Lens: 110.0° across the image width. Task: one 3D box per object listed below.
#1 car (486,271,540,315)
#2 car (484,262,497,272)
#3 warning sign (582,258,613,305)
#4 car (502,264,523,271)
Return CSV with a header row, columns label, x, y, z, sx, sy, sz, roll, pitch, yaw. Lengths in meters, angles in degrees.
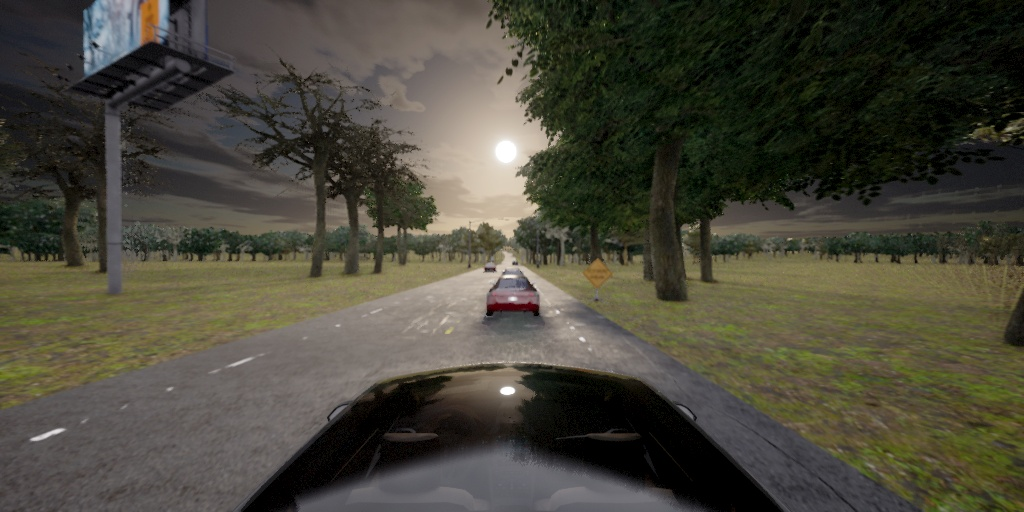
label,x,y,z,sx,sy,sz,roll,pitch,yaw
car,0.050,1.461,14.320,1.994,1.385,4.181,0,-1,1
car,-3.554,1.812,58.460,1.882,1.535,5.008,0,0,0
warning sign,3.551,1.021,15.112,1.300,1.860,1.060,0,0,0
car,0.053,1.629,29.342,1.994,1.385,4.181,0,0,0
